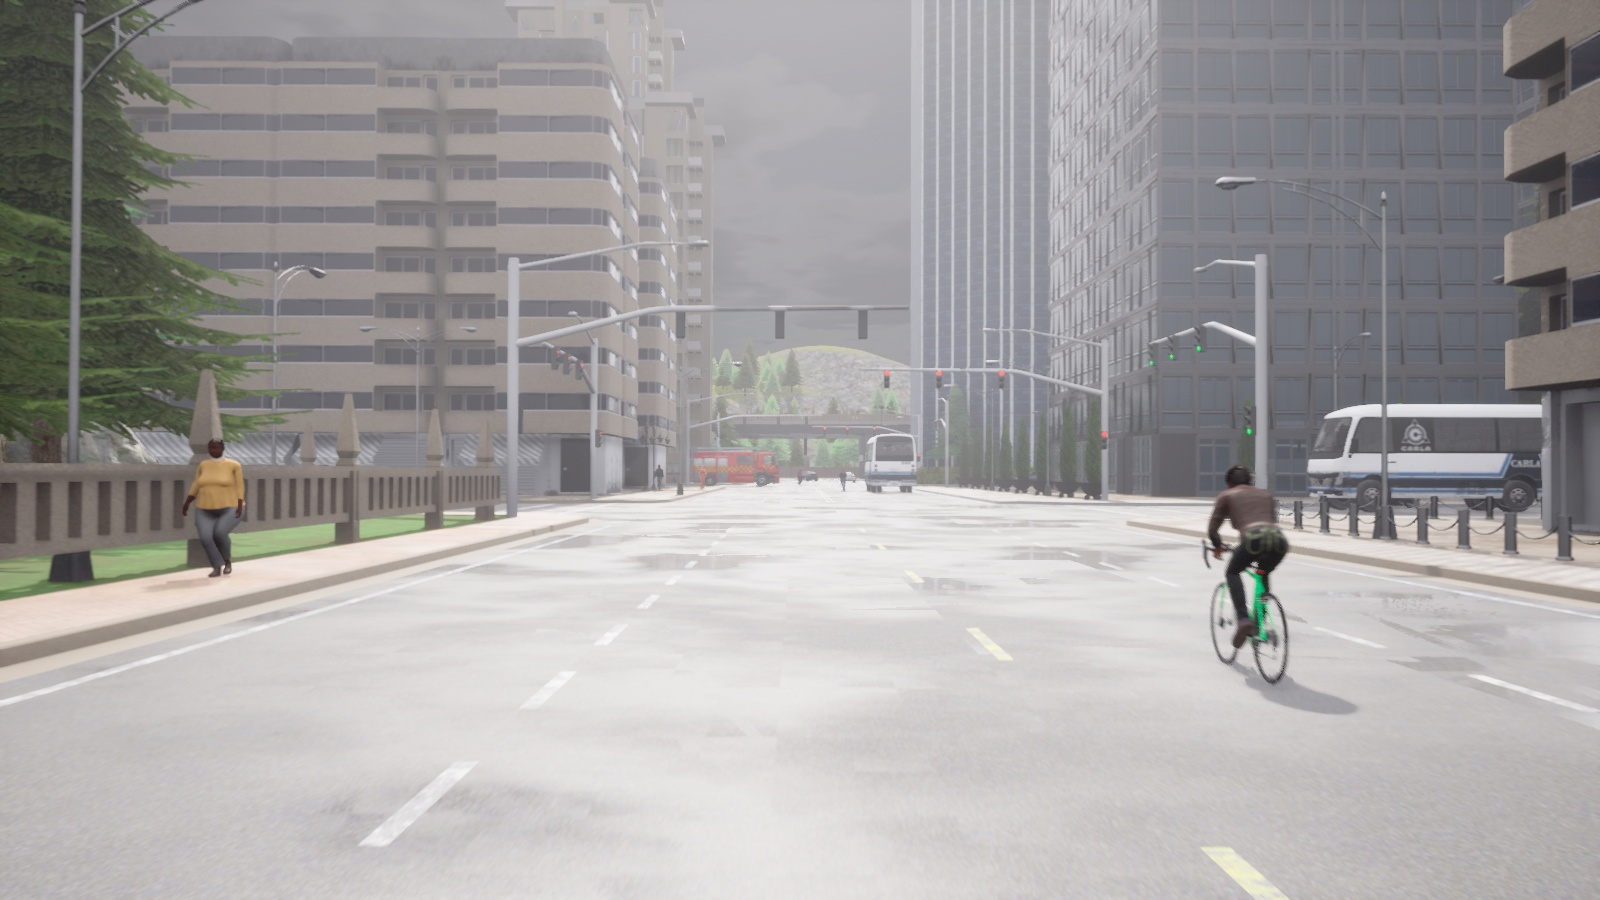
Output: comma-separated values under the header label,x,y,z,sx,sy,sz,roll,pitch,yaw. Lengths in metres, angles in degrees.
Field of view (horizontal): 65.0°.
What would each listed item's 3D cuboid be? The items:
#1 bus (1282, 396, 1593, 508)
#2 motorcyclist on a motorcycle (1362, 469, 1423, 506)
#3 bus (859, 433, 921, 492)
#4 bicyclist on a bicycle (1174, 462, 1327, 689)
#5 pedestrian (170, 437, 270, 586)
label,x,y,z,sx,sy,sz,roll,pitch,yaw
bus,25.105,0.118,49.944,10.273,4.253,3.944,0,-1,0
motorcyclist on a motorcycle,25.198,1.588,53.420,2.191,1.530,0.866,0,-1,0
bus,6.766,1.014,95.749,3.944,4.253,10.273,0,-1,0
bicyclist on a bicycle,3.476,0.918,9.839,0.582,1.620,1.656,0,-1,0
pedestrian,-7.451,0.774,16.168,0.874,1.855,0.900,0,-1,-2
